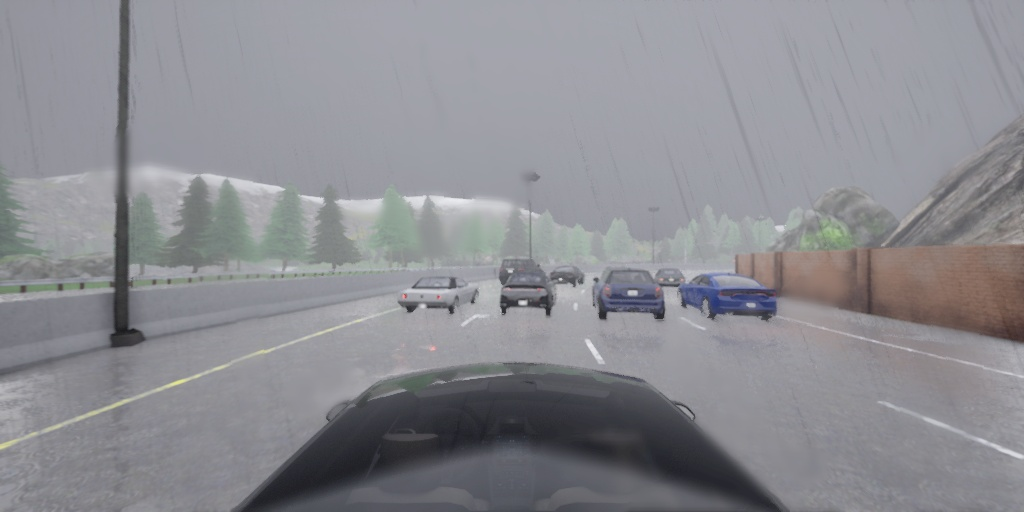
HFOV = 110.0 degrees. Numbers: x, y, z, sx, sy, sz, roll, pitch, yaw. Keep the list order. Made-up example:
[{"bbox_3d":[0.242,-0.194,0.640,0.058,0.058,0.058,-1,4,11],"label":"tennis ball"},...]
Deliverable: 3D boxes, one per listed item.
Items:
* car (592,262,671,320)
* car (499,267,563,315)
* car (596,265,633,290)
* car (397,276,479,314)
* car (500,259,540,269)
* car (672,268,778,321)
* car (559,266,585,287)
[{"bbox_3d":[4.181,1.221,13.488,2.097,1.767,4.553,0,-1,9],"label":"car"},{"bbox_3d":[0.764,1.362,14.236,2.128,1.511,4.902,0,0,10],"label":"car"},{"bbox_3d":[7.474,1.486,25.767,2.128,1.511,4.902,0,0,21],"label":"car"},{"bbox_3d":[-2.734,1.465,14.593,1.895,1.301,4.718,0,-1,9],"label":"car"},{"bbox_3d":[0.808,1.215,27.971,2.150,2.045,5.566,0,0,21],"label":"car"},{"bbox_3d":[7.718,1.356,13.336,1.882,1.535,5.008,0,0,10],"label":"car"},{"bbox_3d":[4.266,1.477,27.160,1.882,1.535,5.008,0,0,21],"label":"car"}]
